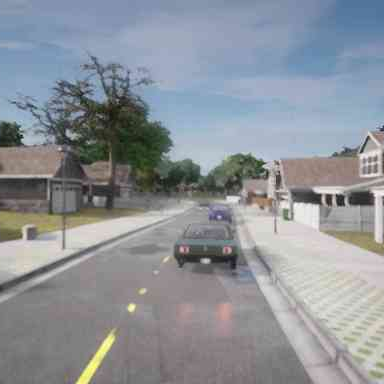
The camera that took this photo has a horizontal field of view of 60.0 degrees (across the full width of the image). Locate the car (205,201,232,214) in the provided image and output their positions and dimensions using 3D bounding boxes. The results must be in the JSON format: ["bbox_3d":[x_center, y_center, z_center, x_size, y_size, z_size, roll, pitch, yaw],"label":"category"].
[{"bbox_3d":[2.378,1.753,27.740,1.812,1.442,4.674,0,0,7],"label":"car"}]

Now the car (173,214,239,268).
[{"bbox_3d":[0.594,1.683,11.616,1.895,1.301,4.718,0,0,5],"label":"car"}]

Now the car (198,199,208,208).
[{"bbox_3d":[2.164,2.011,58.314,2.033,1.411,5.357,0,0,3],"label":"car"}]
